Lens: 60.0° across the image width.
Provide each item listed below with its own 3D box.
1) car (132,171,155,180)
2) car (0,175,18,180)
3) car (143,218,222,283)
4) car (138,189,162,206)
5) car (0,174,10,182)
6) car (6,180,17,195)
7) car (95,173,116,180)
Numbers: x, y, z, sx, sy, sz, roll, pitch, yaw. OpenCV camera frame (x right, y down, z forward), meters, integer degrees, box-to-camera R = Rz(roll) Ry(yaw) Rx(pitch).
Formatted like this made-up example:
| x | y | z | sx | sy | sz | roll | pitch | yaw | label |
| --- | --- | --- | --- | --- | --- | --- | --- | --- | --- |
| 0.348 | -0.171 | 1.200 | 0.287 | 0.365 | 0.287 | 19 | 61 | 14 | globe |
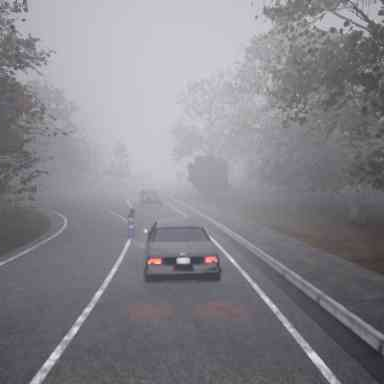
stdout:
| x | y | z | sx | sy | sz | roll | pitch | yaw | label |
| --- | --- | --- | --- | --- | --- | --- | --- | --- | --- |
| -11.100 | -3.764 | 75.954 | 5.566 | 2.045 | 2.150 | 2 | 5 | 28 | car |
| -36.974 | -2.711 | 65.973 | 1.882 | 1.535 | 5.008 | 3 | 5 | 28 | car |
| -0.424 | 1.450 | 9.521 | 2.033 | 1.411 | 5.357 | 0 | 1 | -6 | car |
| -3.862 | 0.427 | 30.285 | 2.033 | 1.411 | 5.357 | -1 | 5 | -12 | car |
| -39.911 | -2.830 | 67.376 | 1.882 | 1.535 | 5.008 | 3 | 5 | 28 | car |
| -23.316 | -0.317 | 39.348 | 4.181 | 1.385 | 1.994 | 1 | 5 | 9 | car |
| -19.568 | -3.512 | 75.171 | 4.553 | 1.767 | 2.097 | 0 | 5 | 0 | car |
